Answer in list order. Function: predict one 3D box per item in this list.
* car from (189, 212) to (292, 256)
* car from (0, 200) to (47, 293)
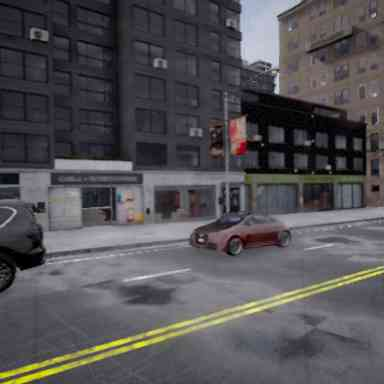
[{"bbox_3d":[1.953,1.506,12.938,4.181,1.385,1.994,0,0,-35],"label":"car"},{"bbox_3d":[-6.174,1.226,7.225,5.566,2.045,2.150,-1,0,-35],"label":"car"}]
